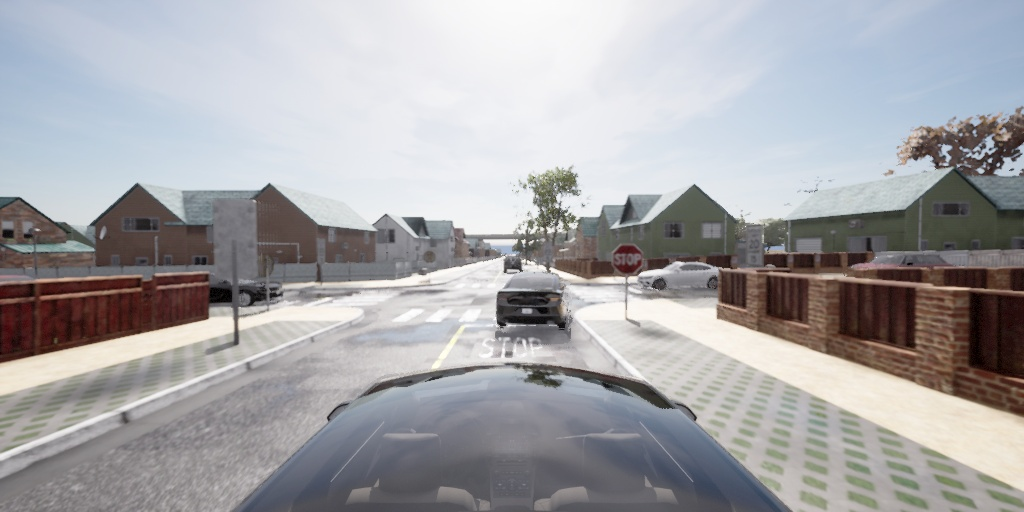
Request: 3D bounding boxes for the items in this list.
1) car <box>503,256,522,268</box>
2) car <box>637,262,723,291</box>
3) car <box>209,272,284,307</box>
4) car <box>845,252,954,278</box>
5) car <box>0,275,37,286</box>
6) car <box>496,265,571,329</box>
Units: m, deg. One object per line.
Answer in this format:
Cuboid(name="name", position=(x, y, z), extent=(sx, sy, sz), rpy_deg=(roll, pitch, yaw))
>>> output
Cuboid(name="car", position=(0.095, 0.964, 44.180), extent=(2.150, 2.045, 5.566), rpy_deg=(0, 0, 0))
Cuboid(name="car", position=(9.251, 1.045, 19.582), extent=(4.674, 1.442, 1.812), rpy_deg=(-1, 2, 0))
Cuboid(name="car", position=(-13.278, 1.471, 16.515), extent=(5.008, 1.535, 1.882), rpy_deg=(-1, 2, 0))
Cuboid(name="car", position=(21.136, 0.662, 19.654), extent=(4.553, 1.767, 2.097), rpy_deg=(-1, 2, 0))
Cuboid(name="car", position=(-23.223, 1.640, 16.462), extent=(5.008, 1.535, 1.882), rpy_deg=(-1, 2, 0))
Cuboid(name="car", position=(0.808, 1.229, 11.408), extent=(1.882, 1.535, 5.008), rpy_deg=(0, 0, 10))
